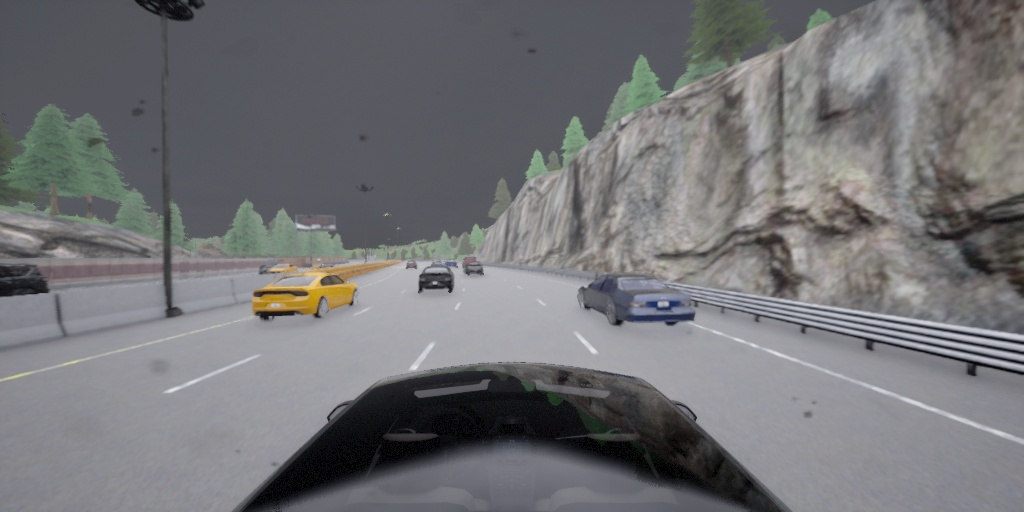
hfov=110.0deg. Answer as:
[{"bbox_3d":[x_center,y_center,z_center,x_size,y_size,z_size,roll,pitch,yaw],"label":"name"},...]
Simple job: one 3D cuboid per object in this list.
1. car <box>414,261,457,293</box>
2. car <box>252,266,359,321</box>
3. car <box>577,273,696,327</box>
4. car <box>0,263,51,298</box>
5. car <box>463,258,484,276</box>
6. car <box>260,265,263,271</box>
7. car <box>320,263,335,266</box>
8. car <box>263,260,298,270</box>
[{"bbox_3d":[-4.497,1.300,21.712,1.882,1.535,5.008,0,0,-8],"label":"car"},{"bbox_3d":[-7.320,1.342,13.291,1.882,1.535,5.008,0,0,-4],"label":"car"},{"bbox_3d":[3.556,1.245,11.382,2.033,1.411,5.357,-1,0,-4],"label":"car"},{"bbox_3d":[-21.610,1.303,13.640,2.150,2.045,5.566,-1,0,-5],"label":"car"},{"bbox_3d":[-4.315,1.315,39.575,2.128,1.511,4.902,-1,0,-13],"label":"car"},{"bbox_3d":[-31.869,1.810,47.832,1.994,1.385,4.181,-1,0,-14],"label":"car"},{"bbox_3d":[-24.749,1.701,48.248,1.994,1.385,4.181,-1,0,-14],"label":"car"},{"bbox_3d":[-26.692,1.644,41.956,1.882,1.535,5.008,-1,0,-14],"label":"car"}]
